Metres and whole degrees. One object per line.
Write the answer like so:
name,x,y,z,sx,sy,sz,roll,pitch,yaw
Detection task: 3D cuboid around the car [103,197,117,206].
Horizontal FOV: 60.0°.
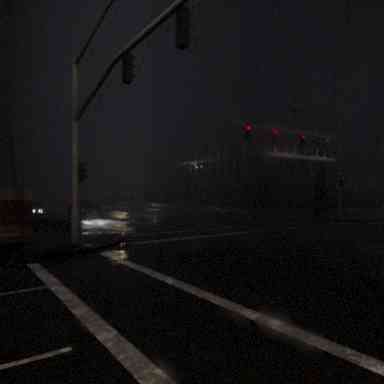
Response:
car,-13.691,1.528,53.927,2.128,1.511,4.902,0,0,-35

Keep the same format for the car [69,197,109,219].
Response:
car,-9.671,1.512,29.963,2.128,1.511,4.902,0,0,-35

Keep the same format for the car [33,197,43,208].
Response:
car,-23.407,1.527,49.336,2.128,1.511,4.902,0,0,-35
